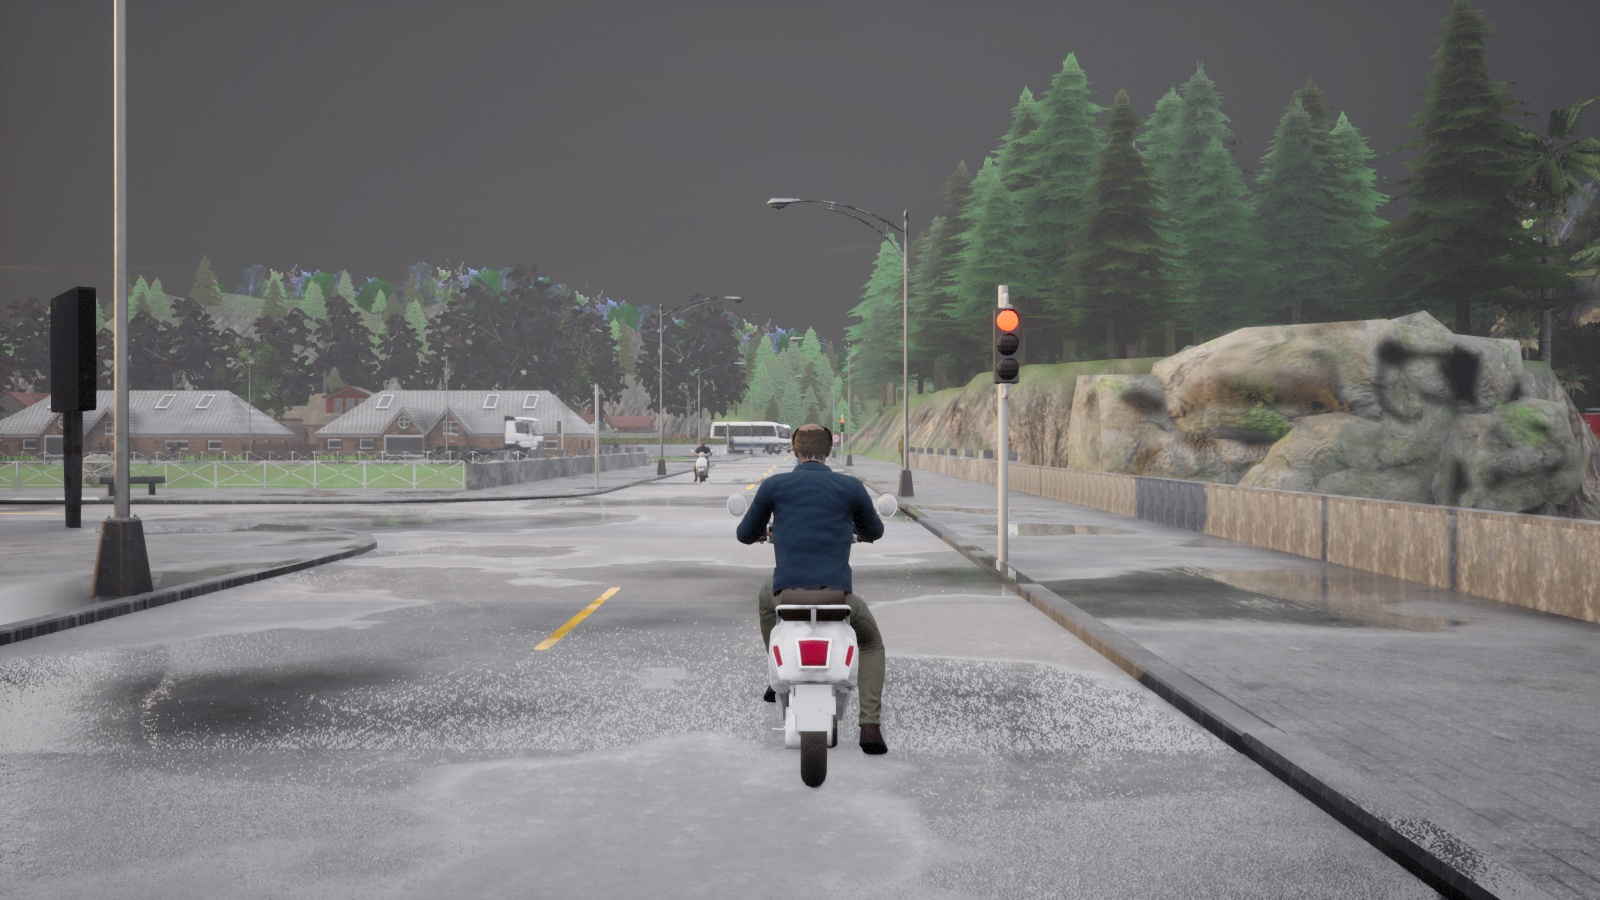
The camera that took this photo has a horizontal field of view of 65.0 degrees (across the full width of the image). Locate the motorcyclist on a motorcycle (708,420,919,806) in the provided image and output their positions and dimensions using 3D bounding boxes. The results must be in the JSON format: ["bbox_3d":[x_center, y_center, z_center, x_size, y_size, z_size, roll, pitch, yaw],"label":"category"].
[{"bbox_3d":[0.059,0.666,6.070,0.866,1.590,1.817,0,0,0],"label":"motorcyclist on a motorcycle"}]

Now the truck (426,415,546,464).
[{"bbox_3d":[-22.540,-0.764,90.383,7.936,3.462,2.891,0,0,0],"label":"truck"}]

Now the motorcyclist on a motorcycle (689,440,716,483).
[{"bbox_3d":[-3.717,0.426,48.000,0.866,1.590,1.817,0,0,0],"label":"motorcyclist on a motorcycle"}]

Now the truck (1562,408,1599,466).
[{"bbox_3d":[53.961,-0.839,82.316,2.891,3.827,8.468,0,0,0],"label":"truck"}]
